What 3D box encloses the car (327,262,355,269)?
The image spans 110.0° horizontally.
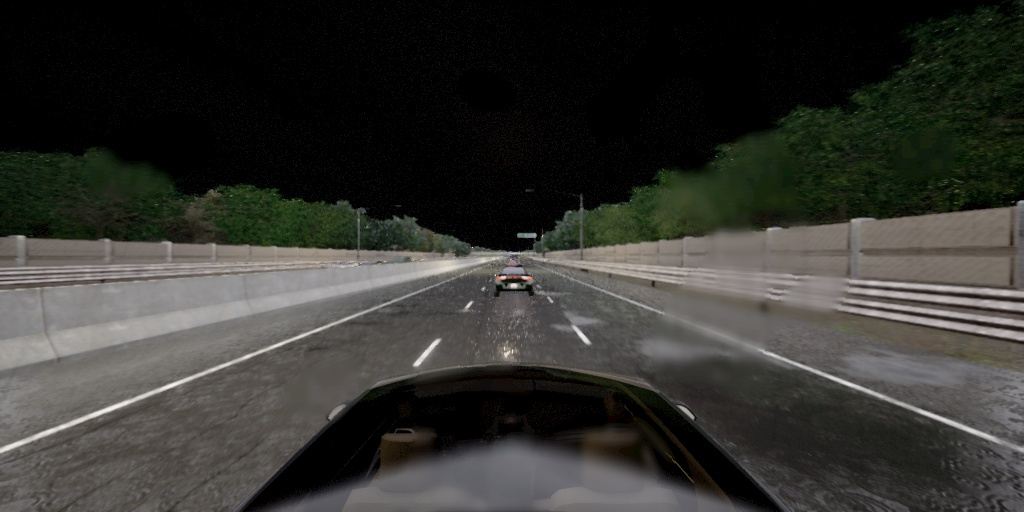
[{"bbox_3d":[-21.037,1.370,44.634,1.895,1.301,4.718,0,0,1],"label":"car"}]

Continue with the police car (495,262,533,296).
[{"bbox_3d":[0.104,1.260,19.638,2.038,1.542,4.974,0,0,0],"label":"police car"}]

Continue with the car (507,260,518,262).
[{"bbox_3d":[0.115,1.334,58.611,1.994,1.385,4.181,0,0,0],"label":"car"}]

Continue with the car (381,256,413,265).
[{"bbox_3d":[-14.039,0.987,44.898,2.150,2.045,5.566,0,0,1],"label":"car"}]

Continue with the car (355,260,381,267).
[{"bbox_3d":[-17.539,1.272,45.320,1.837,1.490,4.892,0,0,0],"label":"car"}]
